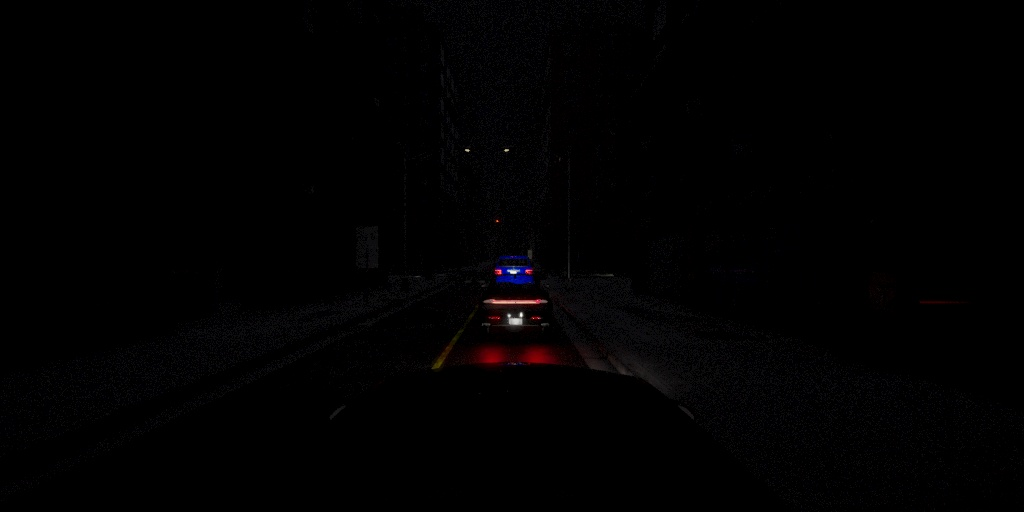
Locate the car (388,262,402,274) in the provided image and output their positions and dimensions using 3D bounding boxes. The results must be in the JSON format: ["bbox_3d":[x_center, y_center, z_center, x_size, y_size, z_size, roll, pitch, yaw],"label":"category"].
[{"bbox_3d":[-14.660,1.288,40.352,4.313,1.339,1.948,0,0,0],"label":"car"}]

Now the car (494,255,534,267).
[{"bbox_3d":[0.102,0.971,20.693,2.150,2.045,5.566,0,0,1],"label":"car"}]

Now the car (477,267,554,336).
[{"bbox_3d":[0.098,1.241,10.381,2.128,1.511,4.902,0,0,0],"label":"car"}]

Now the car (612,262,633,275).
[{"bbox_3d":[12.729,1.316,37.711,4.181,1.385,1.994,0,0,0],"label":"car"}]
